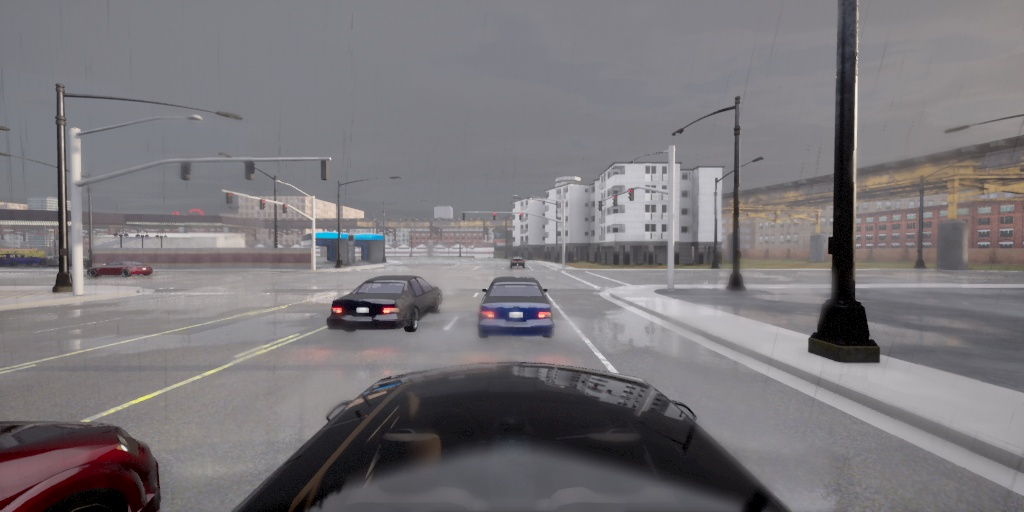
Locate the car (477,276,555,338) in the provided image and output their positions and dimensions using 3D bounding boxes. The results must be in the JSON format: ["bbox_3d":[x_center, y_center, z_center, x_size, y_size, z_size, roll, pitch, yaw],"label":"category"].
[{"bbox_3d":[0.088,1.279,10.088,2.033,1.411,5.357,0,0,0],"label":"car"}]

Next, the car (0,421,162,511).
[{"bbox_3d":[-3.394,1.314,0.692,1.994,1.385,4.181,0,0,-1],"label":"car"}]

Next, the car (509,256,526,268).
[{"bbox_3d":[0.694,0.770,46.178,1.837,1.490,4.892,0,1,0],"label":"car"}]

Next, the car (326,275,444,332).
[{"bbox_3d":[-3.409,1.274,10.689,2.033,1.411,5.357,0,0,0],"label":"car"}]

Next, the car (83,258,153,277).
[{"bbox_3d":[-33.771,1.084,30.927,4.181,1.385,1.994,0,1,-1],"label":"car"}]
